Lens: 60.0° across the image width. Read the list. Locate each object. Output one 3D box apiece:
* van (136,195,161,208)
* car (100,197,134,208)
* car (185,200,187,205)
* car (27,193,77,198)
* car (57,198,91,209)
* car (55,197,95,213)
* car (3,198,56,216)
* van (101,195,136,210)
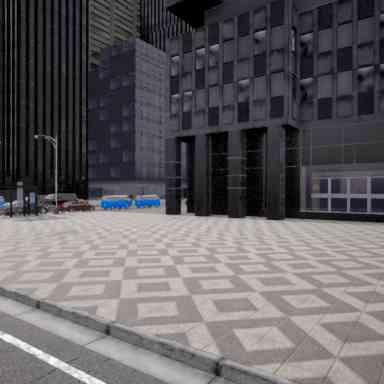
[{"bbox_3d":[-6.043,1.331,45.758,1.690,1.788,3.998,0,0,35],"label":"van"},{"bbox_3d":[-10.982,1.479,48.911,1.837,1.490,4.892,0,0,36],"label":"car"},{"bbox_3d":[0.544,1.570,55.007,1.802,1.307,4.206,0,0,35],"label":"car"},{"bbox_3d":[-16.674,1.200,40.933,2.150,2.045,5.566,0,0,35],"label":"car"},{"bbox_3d":[-16.282,1.551,46.080,1.802,1.307,4.206,0,0,35],"label":"car"},{"bbox_3d":[-12.631,1.578,36.510,1.802,1.307,4.206,0,0,35],"label":"car"},{"bbox_3d":[-15.925,1.551,31.886,2.008,1.369,4.403,0,0,35],"label":"car"},{"bbox_3d":[-9.336,1.333,41.134,1.690,1.788,3.998,0,0,35],"label":"van"}]
